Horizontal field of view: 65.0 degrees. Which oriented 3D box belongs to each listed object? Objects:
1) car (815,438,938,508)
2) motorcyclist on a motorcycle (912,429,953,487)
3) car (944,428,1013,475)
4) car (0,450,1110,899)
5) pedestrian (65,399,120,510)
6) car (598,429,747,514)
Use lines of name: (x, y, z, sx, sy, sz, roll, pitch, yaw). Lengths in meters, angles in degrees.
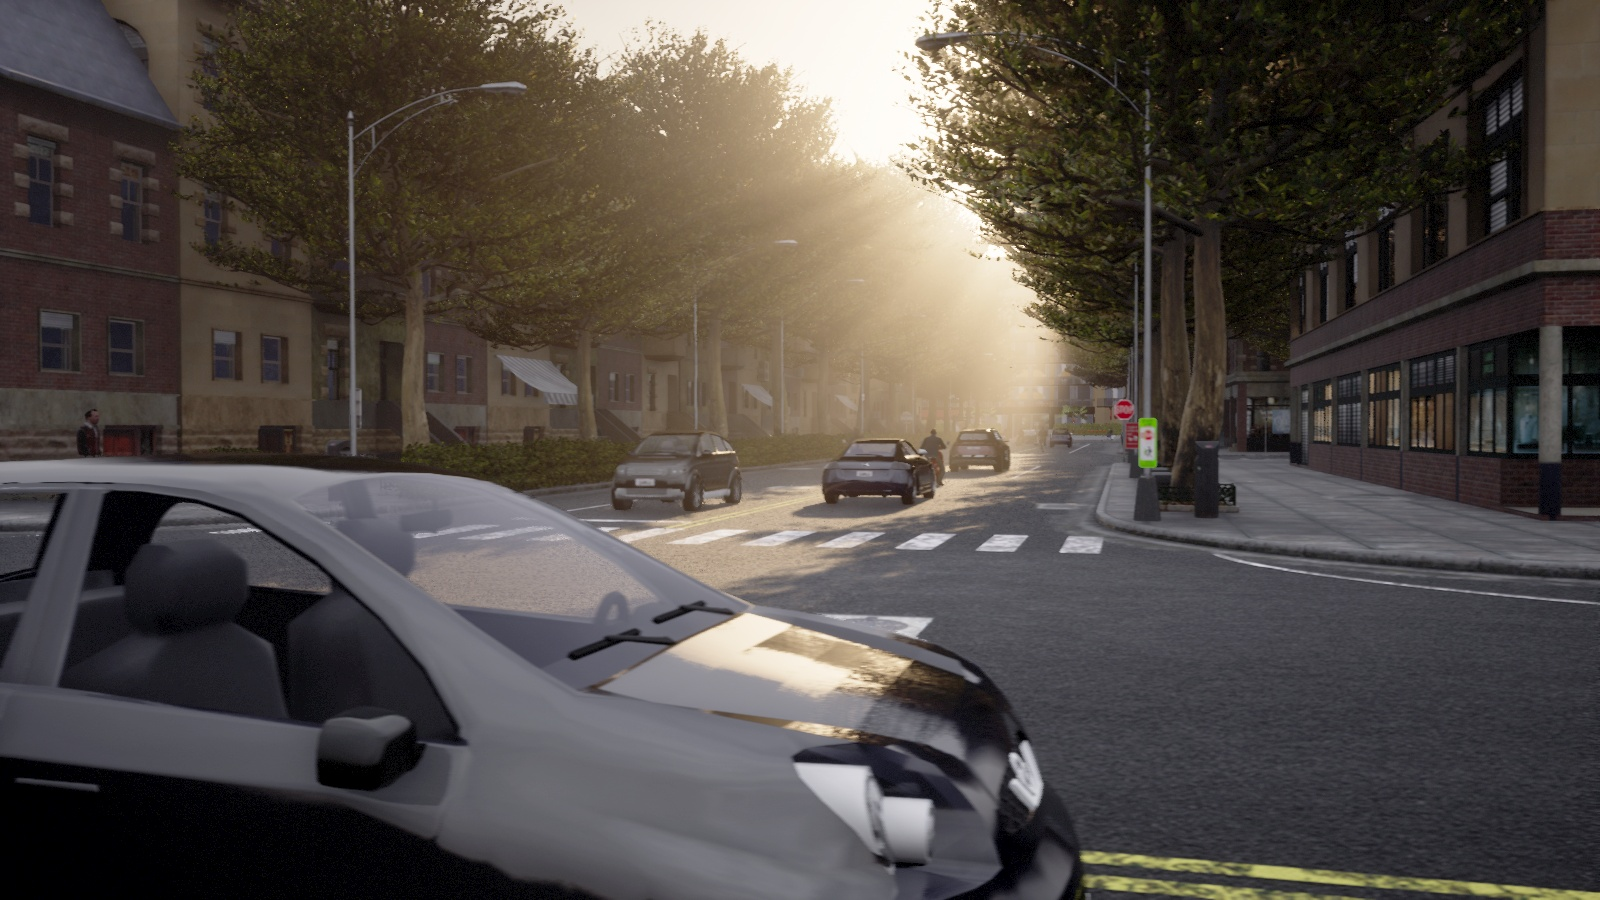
car: (1.772, 0.440, 27.670, 1.994, 1.385, 4.181, 1, 1, 14)
motorcyclist on a motorcycle: (3.739, 0.214, 35.358, 0.866, 1.590, 1.817, 1, 1, 15)
car: (6.731, 0.014, 46.982, 2.033, 1.649, 4.856, 1, 1, 14)
car: (-1.091, 0.780, 3.192, 3.633, 1.501, 1.845, 1, 1, 14)
pedestrian: (-11.936, 0.064, 21.189, 0.720, 1.854, 0.376, 0, 1, 11)
car: (-2.475, 0.372, 25.245, 1.789, 1.549, 3.705, 1, 1, 15)
